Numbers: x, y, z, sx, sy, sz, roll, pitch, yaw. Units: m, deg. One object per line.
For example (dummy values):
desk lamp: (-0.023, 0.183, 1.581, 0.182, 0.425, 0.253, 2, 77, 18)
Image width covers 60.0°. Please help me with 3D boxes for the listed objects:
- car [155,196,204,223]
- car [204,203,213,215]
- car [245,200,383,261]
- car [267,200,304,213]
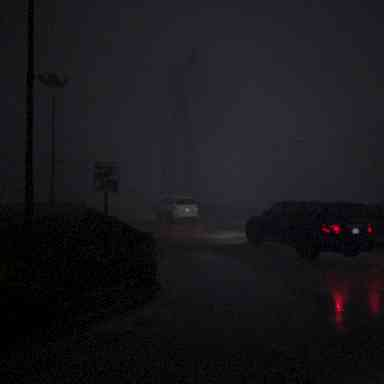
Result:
car: (-1.323, 1.362, 27.053, 2.150, 2.045, 5.566, 1, 0, -22)
car: (0.299, 1.720, 36.181, 3.905, 1.438, 1.784, 1, 0, -22)
car: (4.251, 1.328, 13.092, 2.150, 2.045, 5.566, 1, 0, -21)
car: (11.797, 1.824, 42.075, 4.193, 1.474, 1.816, 1, 0, -22)
